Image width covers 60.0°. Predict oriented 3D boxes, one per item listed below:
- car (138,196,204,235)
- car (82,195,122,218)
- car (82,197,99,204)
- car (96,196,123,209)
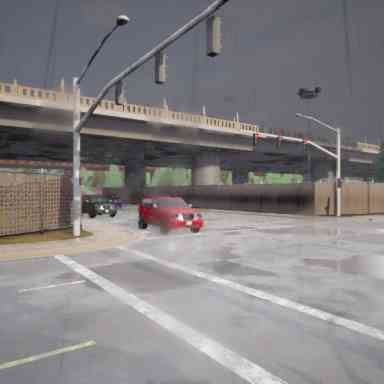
[{"bbox_3d":[-1.439,1.272,19.518,2.150,2.045,5.566,0,0,-28],"label":"car"},{"bbox_3d":[-8.912,1.274,30.868,2.150,2.045,5.566,0,0,-36],"label":"car"},{"bbox_3d":[-19.696,1.619,64.317,1.994,1.385,4.181,0,0,-36],"label":"car"},{"bbox_3d":[-11.725,1.407,47.168,2.097,1.767,4.553,0,0,-36],"label":"car"}]
